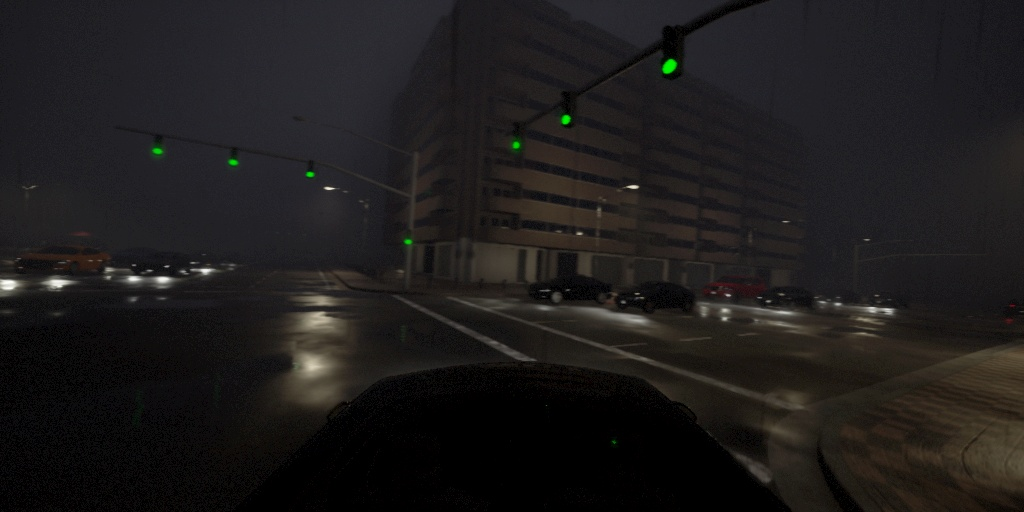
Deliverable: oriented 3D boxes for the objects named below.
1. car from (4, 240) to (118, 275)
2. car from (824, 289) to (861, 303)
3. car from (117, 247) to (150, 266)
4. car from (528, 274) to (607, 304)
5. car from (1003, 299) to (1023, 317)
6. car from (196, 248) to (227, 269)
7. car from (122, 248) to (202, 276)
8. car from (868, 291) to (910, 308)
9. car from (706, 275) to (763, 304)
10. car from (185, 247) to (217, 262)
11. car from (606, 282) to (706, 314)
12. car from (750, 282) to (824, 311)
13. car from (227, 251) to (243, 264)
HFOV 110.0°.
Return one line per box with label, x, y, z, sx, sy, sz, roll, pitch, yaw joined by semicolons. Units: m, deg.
car;-23.873;0.147;19.257;1.882;1.535;5.008;4;-1;-29
car;33.332;4.056;36.340;5.357;1.411;2.033;4;-1;-29
car;-28.583;0.028;27.557;1.882;1.535;5.008;4;-1;-29
car;3.223;1.748;19.581;5.008;1.535;1.882;4;-1;-30
car;41.477;4.278;28.856;4.902;1.511;2.128;4;-1;-29
car;-26.303;0.315;30.600;1.994;1.385;4.181;4;-1;-30
car;-21.750;0.414;22.584;2.033;1.411;5.357;4;-1;-29
car;35.038;4.007;33.283;4.902;1.511;2.128;4;-1;-29
car;17.113;2.495;27.412;5.566;2.045;2.150;4;-1;-29
car;-37.499;-0.195;43.346;1.882;1.535;5.008;4;-2;-29
car;7.212;2.004;17.840;4.674;1.442;1.812;4;-1;-30
car;18.673;2.809;24.278;4.892;1.490;1.837;4;-1;-29
car;-32.208;0.151;41.044;2.033;1.411;5.357;4;-1;-29
